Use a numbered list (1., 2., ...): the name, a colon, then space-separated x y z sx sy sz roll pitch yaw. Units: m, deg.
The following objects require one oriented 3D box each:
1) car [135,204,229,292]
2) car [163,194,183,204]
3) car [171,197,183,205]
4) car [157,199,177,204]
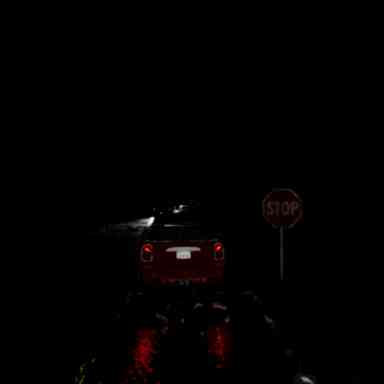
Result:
1. car: -0.424 1.381 9.265 2.097 1.767 4.553 0 0 -7
2. car: -2.819 1.361 46.943 2.150 2.045 5.566 0 0 0
3. car: -2.768 1.743 62.179 1.994 1.385 4.181 0 0 0
4. car: -2.840 1.703 33.692 1.895 1.301 4.718 0 0 0
